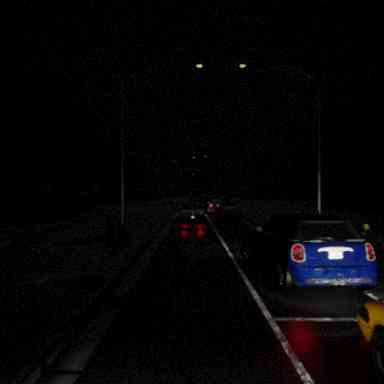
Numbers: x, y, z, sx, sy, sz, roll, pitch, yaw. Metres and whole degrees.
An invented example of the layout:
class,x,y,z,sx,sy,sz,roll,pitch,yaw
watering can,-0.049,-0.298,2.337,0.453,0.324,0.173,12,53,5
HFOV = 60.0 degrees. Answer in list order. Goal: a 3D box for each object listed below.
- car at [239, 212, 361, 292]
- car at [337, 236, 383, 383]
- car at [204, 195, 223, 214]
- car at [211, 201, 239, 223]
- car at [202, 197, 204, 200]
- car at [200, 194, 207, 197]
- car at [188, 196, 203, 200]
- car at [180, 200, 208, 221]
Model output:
class,x,y,z,sx,sy,sz,roll,pitch,yaw
car,2.888,1.342,9.101,2.097,1.767,4.553,0,0,-4
car,3.024,1.455,2.116,1.801,1.575,5.366,0,0,0
car,2.624,1.422,35.555,1.967,1.590,4.097,-1,0,0
car,2.627,1.564,24.750,1.802,1.307,4.206,-1,0,0
car,2.625,1.550,40.957,1.947,1.339,4.313,-1,0,0
car,2.622,1.303,46.360,2.192,1.841,5.009,-1,0,0
car,0.085,1.549,43.853,1.994,1.385,4.181,0,0,0
car,0.070,1.582,26.784,1.895,1.301,4.718,0,0,0
